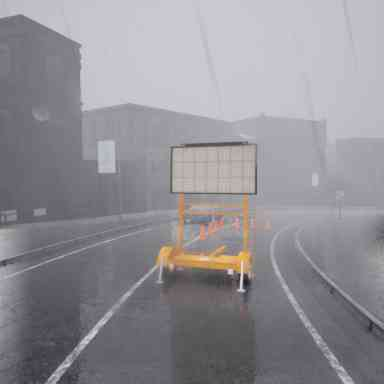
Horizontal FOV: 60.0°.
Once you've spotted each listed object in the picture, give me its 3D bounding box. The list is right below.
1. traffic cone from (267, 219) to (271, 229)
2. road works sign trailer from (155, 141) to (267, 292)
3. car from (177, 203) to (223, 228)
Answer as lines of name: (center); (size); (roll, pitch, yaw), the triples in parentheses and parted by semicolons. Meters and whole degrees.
traffic cone: (4.834, 2.015, 21.040); (0.340, 0.580, 0.340); (2, 0, 14)
road works sign trailer: (0.608, 0.457, 9.147); (2.380, 3.560, 2.880); (1, 0, 18)
car: (0.669, 1.451, 22.003); (1.812, 1.442, 4.674); (2, 1, 23)
